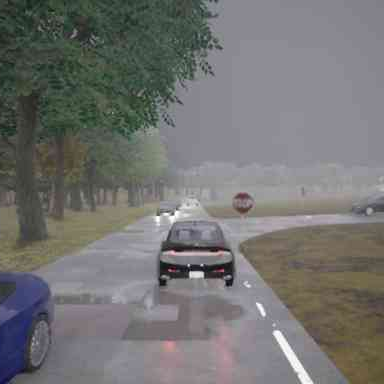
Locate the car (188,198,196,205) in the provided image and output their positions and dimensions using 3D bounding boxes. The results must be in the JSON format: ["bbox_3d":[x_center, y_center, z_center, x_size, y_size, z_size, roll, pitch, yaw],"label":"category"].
[{"bbox_3d":[0.038,2.151,79.661,1.882,1.535,5.008,0,0,0],"label":"car"}]

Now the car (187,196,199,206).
[{"bbox_3d":[0.132,1.792,66.977,2.150,2.045,5.566,0,0,0],"label":"car"}]

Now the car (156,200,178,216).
[{"bbox_3d":[-2.829,1.803,37.137,1.837,1.490,4.892,0,-1,0],"label":"car"}]

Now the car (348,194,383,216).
[{"bbox_3d":[14.222,0.908,24.790,4.892,1.490,1.837,-3,0,1],"label":"car"}]

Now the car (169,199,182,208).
[{"bbox_3d":[-2.796,2.045,59.102,2.033,1.411,5.357,0,0,0],"label":"car"}]

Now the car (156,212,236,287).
[{"bbox_3d":[0.095,1.563,9.493,2.128,1.511,4.902,0,0,0],"label":"car"}]

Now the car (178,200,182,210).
[{"bbox_3d":[-2.814,1.991,47.455,1.895,1.301,4.718,0,-1,0],"label":"car"}]

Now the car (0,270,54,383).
[{"bbox_3d":[-2.849,1.549,2.988,1.812,1.442,4.674,0,0,0],"label":"car"}]
